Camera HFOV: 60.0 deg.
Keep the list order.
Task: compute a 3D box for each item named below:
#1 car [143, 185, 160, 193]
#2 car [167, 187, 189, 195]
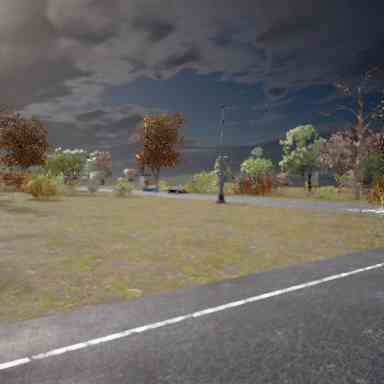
[{"bbox_3d":[-8.188,-0.621,66.590,1.812,1.442,4.674,0,2,-36],"label":"car"},{"bbox_3d":[-2.619,-0.236,58.820,1.895,1.301,4.718,0,2,-36],"label":"car"}]
